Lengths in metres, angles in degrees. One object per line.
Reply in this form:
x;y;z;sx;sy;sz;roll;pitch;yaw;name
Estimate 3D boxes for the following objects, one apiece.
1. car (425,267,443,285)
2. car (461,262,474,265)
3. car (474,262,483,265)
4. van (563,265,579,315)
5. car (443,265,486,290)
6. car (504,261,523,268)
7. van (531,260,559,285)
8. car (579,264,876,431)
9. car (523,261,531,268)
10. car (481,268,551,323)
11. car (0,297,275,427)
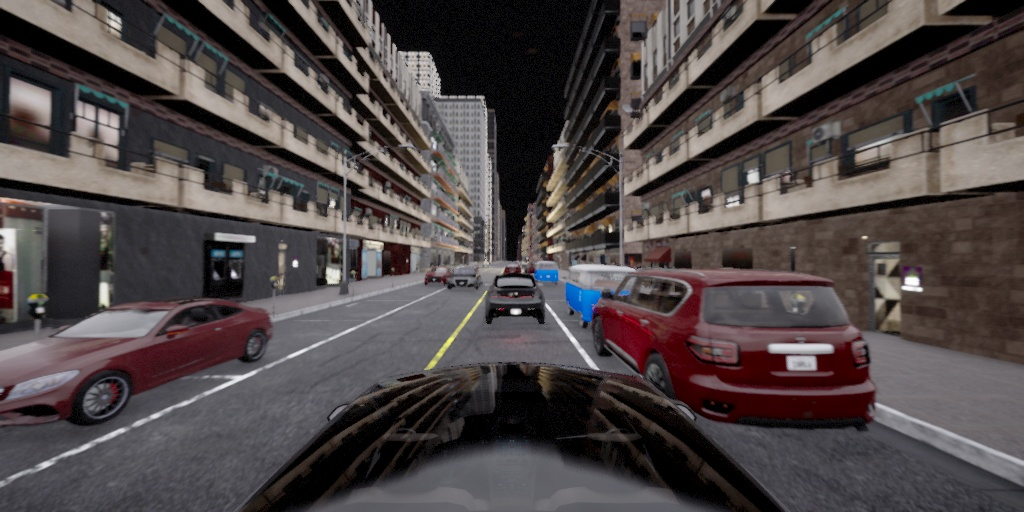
-5.690;1.513;28.441;1.888;1.381;4.507;0;0;0;car
-5.691;1.613;39.806;2.007;1.370;4.403;0;0;0;car
-5.691;1.597;51.169;1.967;1.591;4.097;0;0;0;car
2.690;1.169;11.397;1.690;1.789;3.998;0;0;0;van
-3.094;1.496;24.047;1.994;1.385;4.181;0;0;0;car
0.100;1.549;40.878;1.882;1.535;5.008;0;0;0;car
2.690;1.309;28.443;1.690;1.789;3.998;0;0;0;van
2.690;1.097;5.715;2.192;1.841;5.009;0;0;0;car
2.690;1.377;39.808;2.192;1.841;5.009;0;0;0;car
0.075;1.342;12.548;1.837;1.490;4.892;0;0;-1;car
-5.690;1.364;5.713;1.802;1.307;4.207;0;0;0;car
